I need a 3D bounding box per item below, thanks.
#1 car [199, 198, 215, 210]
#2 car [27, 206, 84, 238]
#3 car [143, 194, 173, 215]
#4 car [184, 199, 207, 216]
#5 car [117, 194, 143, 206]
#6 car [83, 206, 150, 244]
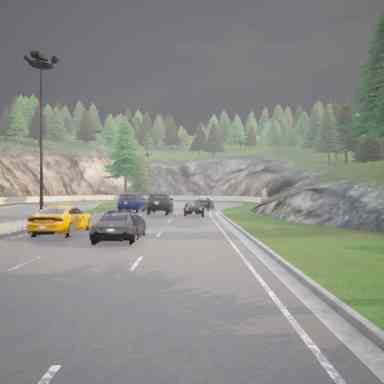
[{"bbox_3d":[1.663,1.491,42.499,2.128,1.511,4.902,0,0,14],"label":"car"},{"bbox_3d":[-6.899,1.477,17.828,1.882,1.535,5.008,0,0,0],"label":"car"},{"bbox_3d":[-3.193,1.218,33.912,2.150,2.045,5.566,0,-1,2],"label":"car"},{"bbox_3d":[0.253,1.601,32.515,1.895,1.301,4.718,0,0,2],"label":"car"},{"bbox_3d":[-6.522,1.222,36.404,2.150,2.045,5.566,0,0,4],"label":"car"},{"bbox_3d":[-3.400,1.564,15.883,1.994,1.385,4.181,0,0,0],"label":"car"}]
